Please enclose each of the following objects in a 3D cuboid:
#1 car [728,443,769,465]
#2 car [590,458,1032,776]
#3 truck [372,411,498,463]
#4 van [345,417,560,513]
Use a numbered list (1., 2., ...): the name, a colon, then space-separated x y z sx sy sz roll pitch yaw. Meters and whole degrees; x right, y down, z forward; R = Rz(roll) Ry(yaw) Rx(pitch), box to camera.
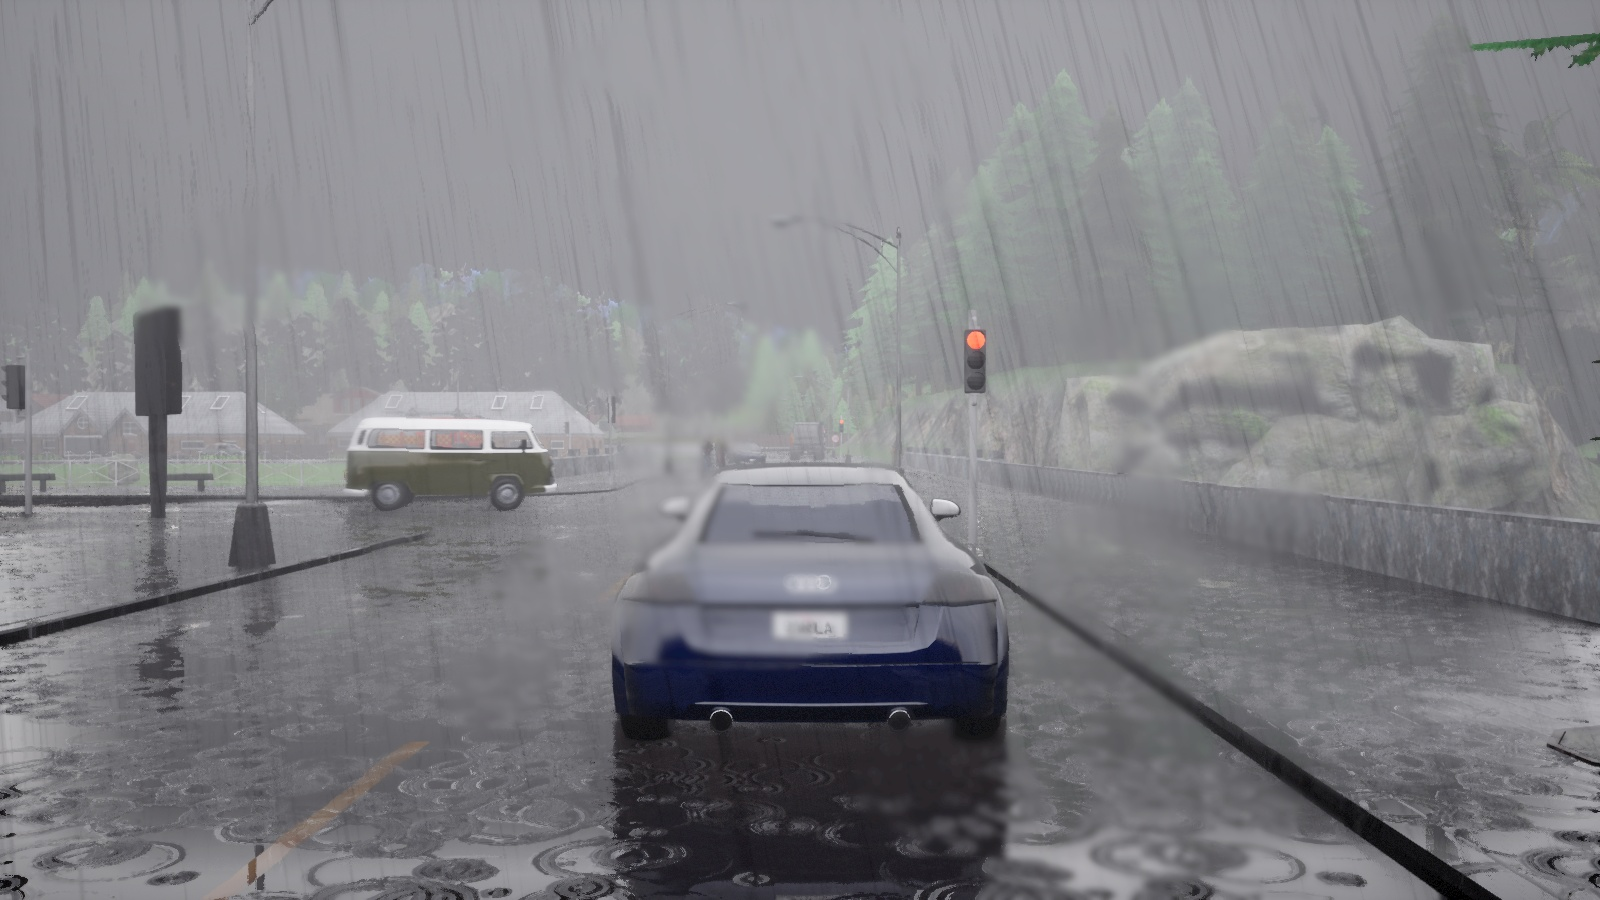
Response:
1. car: -3.551 0.261 85.546 2.163 1.488 4.792 0 0 -11
2. car: 0.066 0.767 7.763 1.994 1.385 4.181 0 0 1
3. truck: -26.983 -0.965 93.129 8.468 3.827 2.891 0 0 0
4. van: -7.656 0.304 28.029 4.480 2.038 2.069 0 1 -12
